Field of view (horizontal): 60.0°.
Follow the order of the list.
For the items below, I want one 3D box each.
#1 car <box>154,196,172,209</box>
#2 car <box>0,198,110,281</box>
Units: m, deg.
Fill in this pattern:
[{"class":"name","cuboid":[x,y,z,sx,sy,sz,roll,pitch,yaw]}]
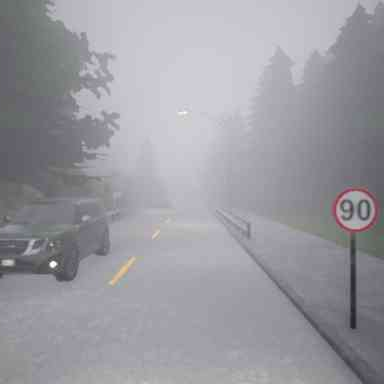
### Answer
[{"class":"car","cuboid":[-3.932,1.373,45.557,2.097,1.767,4.553,0,0,1]},{"class":"car","cuboid":[-4.091,1.222,10.176,2.150,2.045,5.566,0,0,0]}]
